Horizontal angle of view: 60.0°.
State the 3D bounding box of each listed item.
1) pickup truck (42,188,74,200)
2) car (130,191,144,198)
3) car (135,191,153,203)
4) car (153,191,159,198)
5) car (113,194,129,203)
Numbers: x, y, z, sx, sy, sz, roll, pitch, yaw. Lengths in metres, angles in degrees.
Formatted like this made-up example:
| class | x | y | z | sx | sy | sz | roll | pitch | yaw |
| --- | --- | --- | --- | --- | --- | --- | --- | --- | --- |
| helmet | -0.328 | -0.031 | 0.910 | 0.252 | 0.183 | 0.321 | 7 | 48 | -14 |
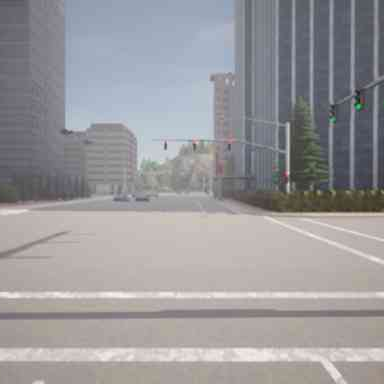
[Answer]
| class | x | y | z | sx | sy | sz | roll | pitch | yaw |
| --- | --- | --- | --- | --- | --- | --- | --- | --- | --- |
| pickup truck | -24.556 | 0.396 | 60.699 | 2.390 | 2.098 | 6.274 | 0 | 1 | 30 |
| car | -11.550 | 0.502 | 70.255 | 2.033 | 1.411 | 5.357 | 0 | 1 | -1 |
| car | -7.923 | 0.890 | 53.658 | 1.882 | 1.535 | 5.008 | 0 | 0 | 0 |
| car | -8.045 | 0.526 | 69.881 | 1.812 | 1.442 | 4.674 | 0 | 1 | -1 |
| car | -11.419 | 0.976 | 53.753 | 1.994 | 1.385 | 4.181 | 0 | 1 | 0 |
